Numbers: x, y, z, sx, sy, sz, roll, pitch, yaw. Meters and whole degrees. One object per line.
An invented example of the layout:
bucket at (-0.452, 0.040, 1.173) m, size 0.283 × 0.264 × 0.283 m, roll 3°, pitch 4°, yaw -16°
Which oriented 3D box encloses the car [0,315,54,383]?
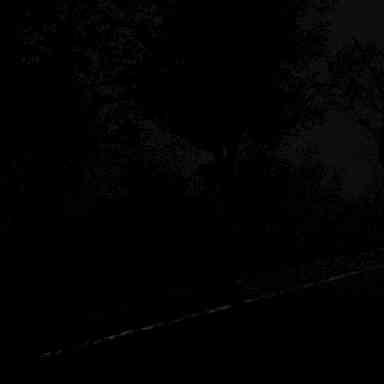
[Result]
car at (-3.477, 1.548, 1.517) m, size 5.357 × 1.411 × 2.033 m, roll 0°, pitch 0°, yaw -35°
